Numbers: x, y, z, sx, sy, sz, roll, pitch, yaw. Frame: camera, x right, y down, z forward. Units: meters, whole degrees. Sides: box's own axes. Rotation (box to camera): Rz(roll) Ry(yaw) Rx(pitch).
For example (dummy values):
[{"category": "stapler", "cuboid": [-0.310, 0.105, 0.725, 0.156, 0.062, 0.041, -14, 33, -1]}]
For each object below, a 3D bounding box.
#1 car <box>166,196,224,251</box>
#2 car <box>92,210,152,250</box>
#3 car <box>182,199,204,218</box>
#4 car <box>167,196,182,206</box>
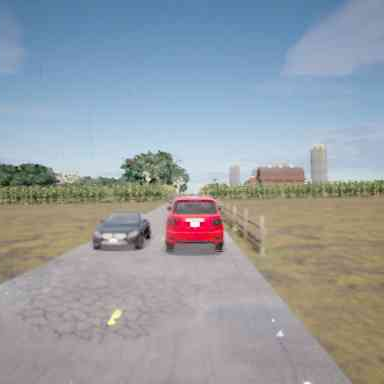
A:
[{"category": "car", "cuboid": [0.100, 1.210, 14.162, 2.150, 2.045, 5.566, 0, 0, 0]}, {"category": "car", "cuboid": [-2.848, 1.514, 14.381, 1.812, 1.442, 4.674, 0, 0, 0]}, {"category": "car", "cuboid": [0.102, 1.464, 30.918, 1.837, 1.490, 4.892, 0, 0, 0]}, {"category": "car", "cuboid": [-2.810, 1.373, 54.871, 2.128, 1.511, 4.902, 0, 0, 0]}]
